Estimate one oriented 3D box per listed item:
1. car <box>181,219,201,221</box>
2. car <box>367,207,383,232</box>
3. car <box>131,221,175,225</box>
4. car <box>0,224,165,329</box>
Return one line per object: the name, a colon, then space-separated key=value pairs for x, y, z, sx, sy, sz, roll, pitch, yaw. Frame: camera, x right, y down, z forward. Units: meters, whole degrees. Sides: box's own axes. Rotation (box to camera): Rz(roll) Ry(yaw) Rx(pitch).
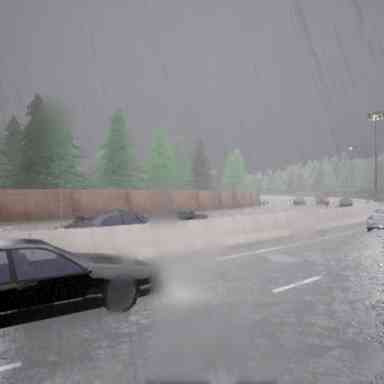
car: x=-1.286 y=1.670 z=21.357 sx=4.718 sy=1.301 sz=1.895 roll=0 pitch=0 yaw=-43
car: x=11.557 y=1.568 z=19.262 sx=1.812 sy=1.442 sz=4.674 roll=0 pitch=0 yaw=43
car: x=-3.517 y=1.600 z=14.712 sx=5.357 sy=1.411 sz=2.033 roll=0 pitch=0 yaw=-39
car: x=-3.157 y=1.572 z=5.902 sx=5.357 sy=1.411 sz=2.033 roll=0 pitch=0 yaw=-37
